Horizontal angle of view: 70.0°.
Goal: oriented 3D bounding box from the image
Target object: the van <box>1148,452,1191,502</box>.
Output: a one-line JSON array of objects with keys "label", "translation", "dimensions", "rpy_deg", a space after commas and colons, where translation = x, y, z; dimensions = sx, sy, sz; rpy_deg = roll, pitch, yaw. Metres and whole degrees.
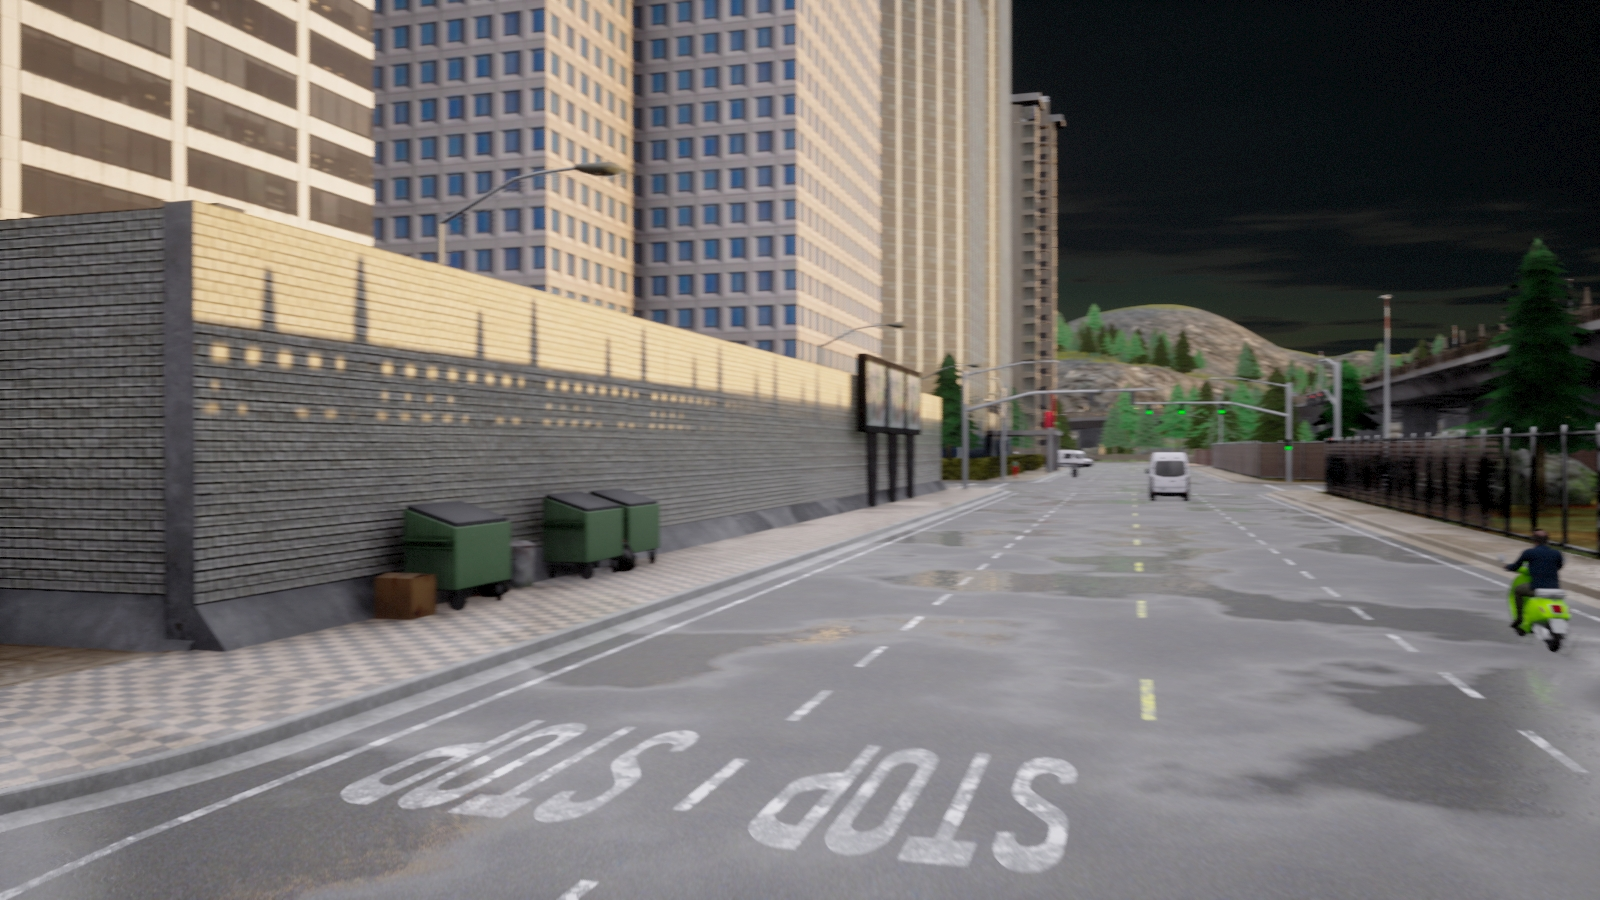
[{"label": "van", "translation": [19.984, 1.383, 61.982], "dimensions": [1.988, 2.561, 5.915], "rpy_deg": [0, 0, 16]}]
